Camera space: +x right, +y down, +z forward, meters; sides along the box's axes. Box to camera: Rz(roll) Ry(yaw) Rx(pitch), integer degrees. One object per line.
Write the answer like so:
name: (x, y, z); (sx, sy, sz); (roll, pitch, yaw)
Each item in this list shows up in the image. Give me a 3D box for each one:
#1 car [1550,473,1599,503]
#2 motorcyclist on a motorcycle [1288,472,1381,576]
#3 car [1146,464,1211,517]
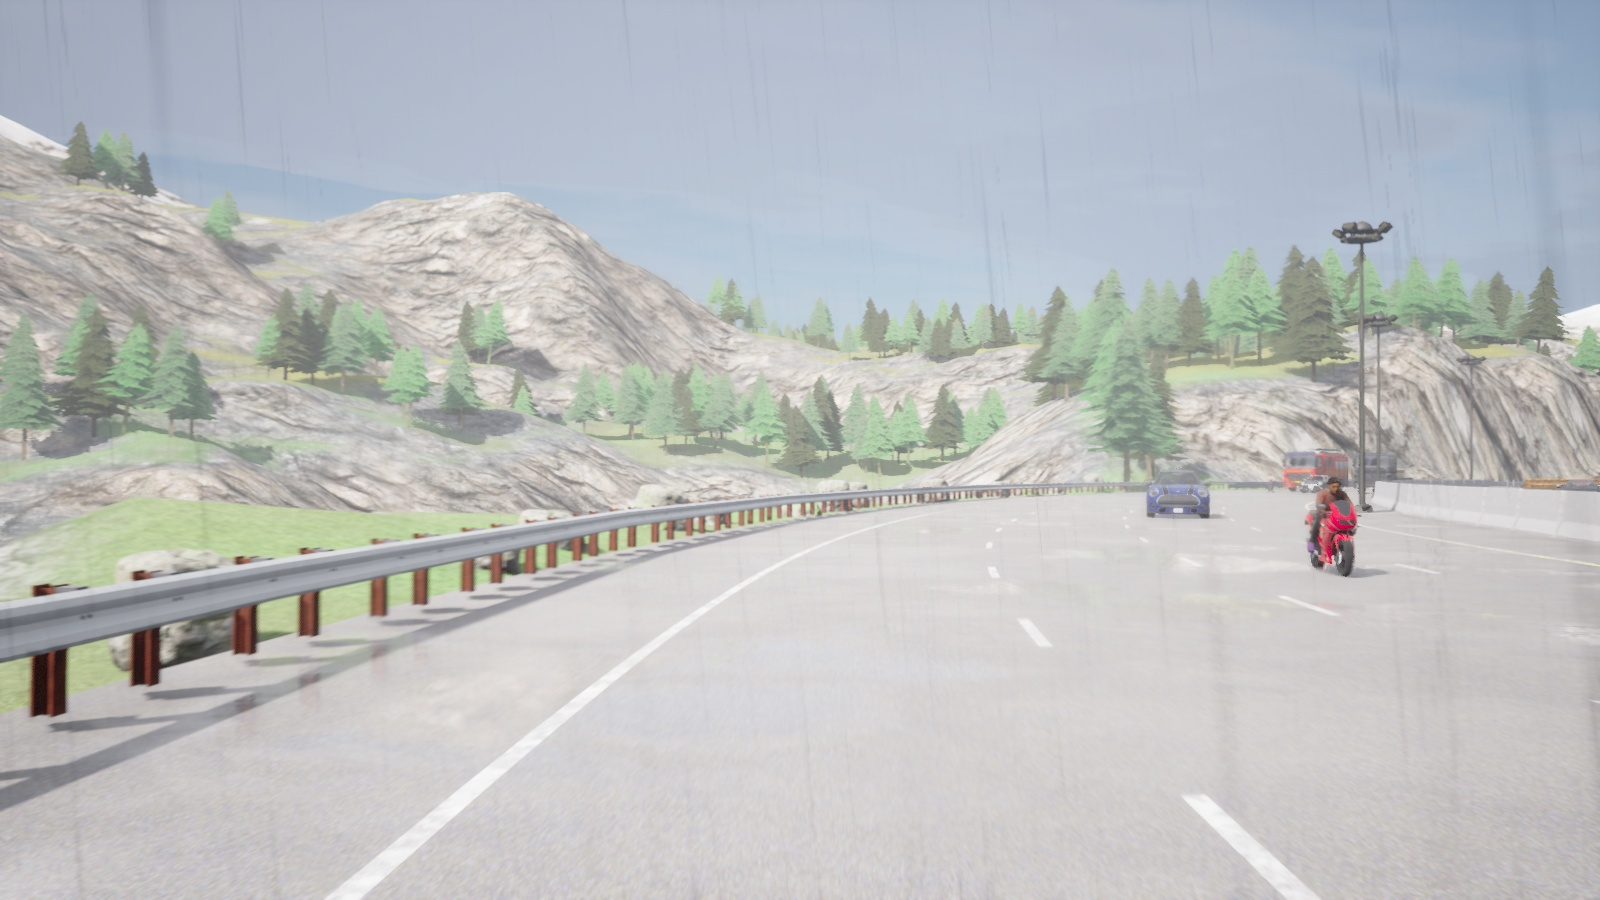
car: (38.346, 1.837, 61.793); (1.994, 1.385, 4.181); (-1, -1, 25)
motorcyclist on a motorcycle: (8.286, 1.107, 19.575); (0.797, 1.523, 2.044); (1, -1, 7)
car: (13.375, 1.390, 44.471); (2.097, 1.767, 4.553); (0, -1, 16)
